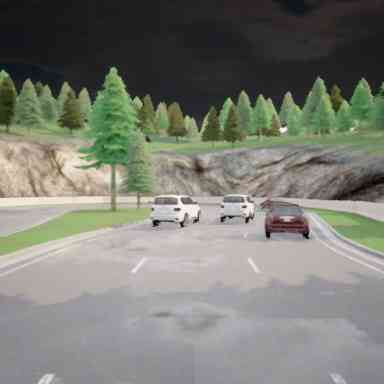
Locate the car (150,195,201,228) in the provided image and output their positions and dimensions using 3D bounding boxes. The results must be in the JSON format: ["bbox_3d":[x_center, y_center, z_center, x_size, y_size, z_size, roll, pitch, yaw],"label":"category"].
[{"bbox_3d":[-0.997,1.227,22.699,2.150,2.045,5.566,0,0,16],"label":"car"}]

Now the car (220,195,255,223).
[{"bbox_3d":[3.625,1.226,26.141,2.150,2.045,5.566,0,0,15],"label":"car"}]

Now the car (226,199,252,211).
[{"bbox_3d":[5.893,1.574,42.212,1.994,1.385,4.181,0,0,-12],"label":"car"}]

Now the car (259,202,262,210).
[{"bbox_3d":[9.764,1.488,40.705,1.882,1.535,5.008,1,0,-5],"label":"car"}]

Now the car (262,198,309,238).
[{"bbox_3d":[5.051,1.357,18.018,2.097,1.767,4.553,0,0,13],"label":"car"}]
